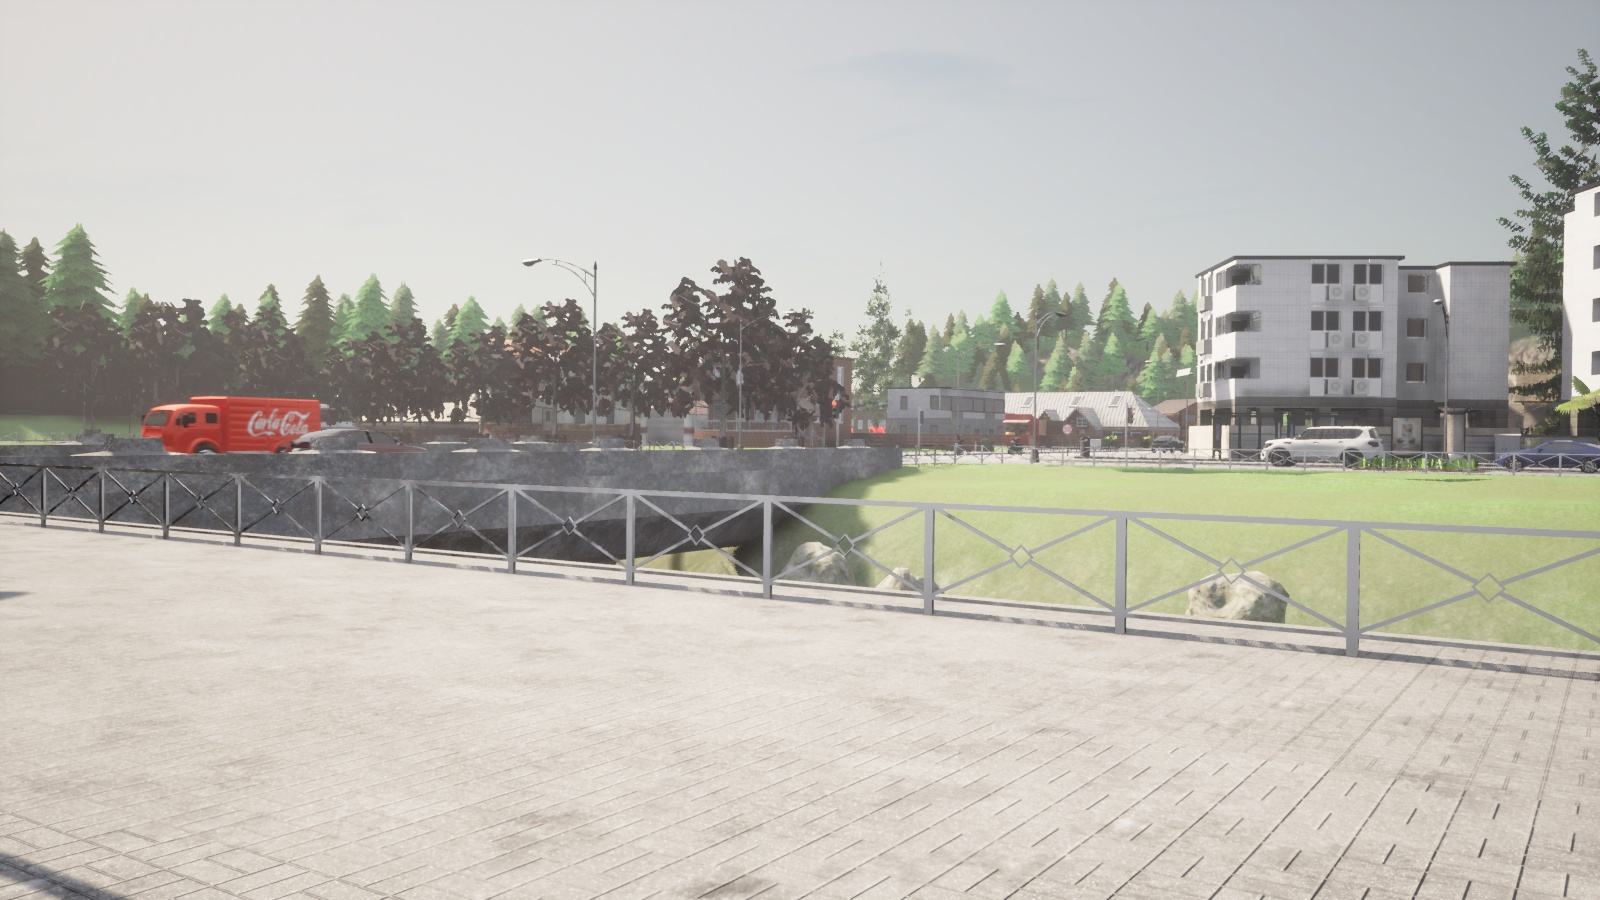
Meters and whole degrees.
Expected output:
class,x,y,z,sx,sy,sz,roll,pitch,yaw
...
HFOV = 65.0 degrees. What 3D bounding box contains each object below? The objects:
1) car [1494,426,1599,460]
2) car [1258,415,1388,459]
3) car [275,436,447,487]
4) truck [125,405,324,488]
class,x,y,z,sx,sy,sz,roll,pitch,yaw
car,33.670,-0.311,55.942,4.674,1.442,1.812,0,1,33
car,25.532,-0.618,61.345,5.566,2.045,2.150,0,1,33
car,-13.867,0.312,39.932,2.163,1.488,4.792,0,1,34
truck,-18.383,-0.140,40.361,2.627,2.467,5.204,0,1,34
